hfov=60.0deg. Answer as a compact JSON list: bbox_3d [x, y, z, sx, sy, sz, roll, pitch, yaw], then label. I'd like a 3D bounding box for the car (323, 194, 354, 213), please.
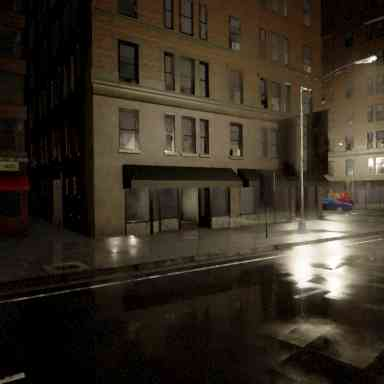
[{"bbox_3d":[14.436,1.345,35.286,1.882,1.535,5.008,-1,1,-44],"label":"car"}]

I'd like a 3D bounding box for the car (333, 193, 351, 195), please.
[{"bbox_3d":[17.149,1.084,40.806,2.192,1.841,5.009,0,1,-44],"label":"car"}]
